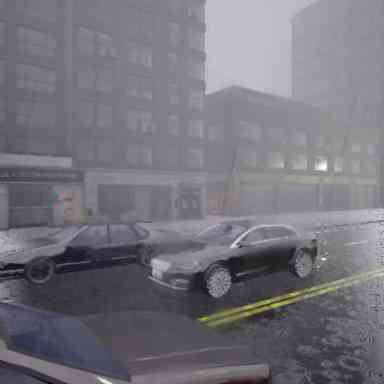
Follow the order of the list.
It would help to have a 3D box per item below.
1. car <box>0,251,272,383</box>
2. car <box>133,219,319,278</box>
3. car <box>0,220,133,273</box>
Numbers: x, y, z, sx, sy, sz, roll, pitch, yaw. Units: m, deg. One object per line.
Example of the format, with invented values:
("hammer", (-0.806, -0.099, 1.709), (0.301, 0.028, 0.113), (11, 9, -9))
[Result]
("car", (-1.820, 1.547, 2.141), (5.357, 1.411, 2.033), (0, 0, -35))
("car", (1.246, 1.495, 8.567), (4.902, 1.511, 2.128), (0, 0, -36))
("car", (-2.807, 1.549, 9.666), (5.357, 1.411, 2.033), (0, 0, -36))
